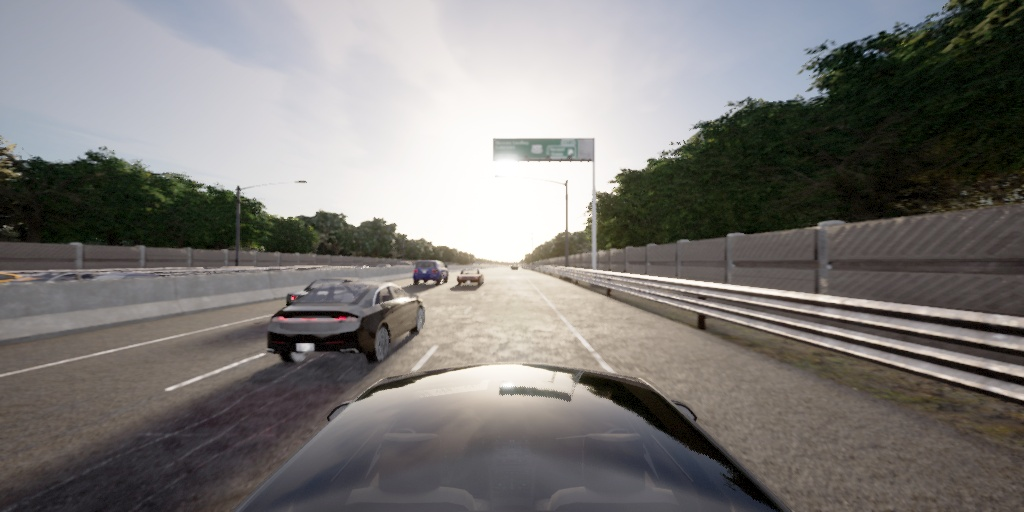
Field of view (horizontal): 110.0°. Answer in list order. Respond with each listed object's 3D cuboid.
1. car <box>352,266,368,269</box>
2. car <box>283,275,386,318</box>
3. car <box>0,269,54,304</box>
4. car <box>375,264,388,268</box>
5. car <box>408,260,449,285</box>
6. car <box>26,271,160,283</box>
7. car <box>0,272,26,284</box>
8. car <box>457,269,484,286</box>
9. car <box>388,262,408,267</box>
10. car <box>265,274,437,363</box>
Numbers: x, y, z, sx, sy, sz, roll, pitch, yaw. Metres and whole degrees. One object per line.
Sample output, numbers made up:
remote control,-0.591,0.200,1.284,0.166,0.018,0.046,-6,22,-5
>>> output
car,-24.531,2.261,58.302,2.033,1.411,5.357,0,-1,0
car,-6.910,1.528,14.678,1.895,1.301,4.718,0,-1,0
car,-24.603,1.424,16.018,1.882,1.535,5.008,0,-1,0
car,-21.042,2.071,58.500,2.097,1.767,4.553,0,-1,0
car,-6.906,1.396,30.913,2.150,2.045,5.566,0,-1,0
car,-17.604,1.473,16.071,1.812,1.442,4.674,0,-1,0
car,-21.103,1.447,16.627,2.128,1.511,4.902,0,-1,0
car,-3.406,1.764,30.226,1.895,1.301,4.718,0,-1,0
car,-17.557,1.920,57.677,2.150,2.045,5.566,0,-1,1
car,-3.404,1.326,8.336,2.128,1.511,4.902,0,-1,0
